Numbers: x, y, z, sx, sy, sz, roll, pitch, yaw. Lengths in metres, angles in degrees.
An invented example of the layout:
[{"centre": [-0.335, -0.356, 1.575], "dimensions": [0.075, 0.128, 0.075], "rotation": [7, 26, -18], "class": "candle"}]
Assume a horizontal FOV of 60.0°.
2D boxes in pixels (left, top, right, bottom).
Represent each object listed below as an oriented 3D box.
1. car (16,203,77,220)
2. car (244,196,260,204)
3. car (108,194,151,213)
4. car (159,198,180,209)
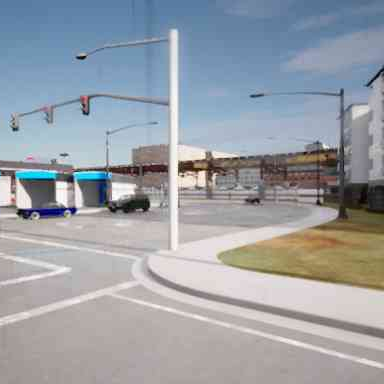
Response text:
[{"centre": [-12.505, 1.624, 28.794], "dimensions": [1.895, 1.301, 4.718], "rotation": [0, 0, 37], "class": "car"}, {"centre": [11.618, 1.531, 64.560], "dimensions": [1.837, 1.490, 4.892], "rotation": [0, 0, -12], "class": "car"}, {"centre": [-6.866, 1.245, 37.113], "dimensions": [2.150, 2.045, 5.566], "rotation": [0, 0, 29], "class": "car"}, {"centre": [-3.098, 1.517, 46.524], "dimensions": [2.128, 1.511, 4.902], "rotation": [0, 0, 14], "class": "car"}]
